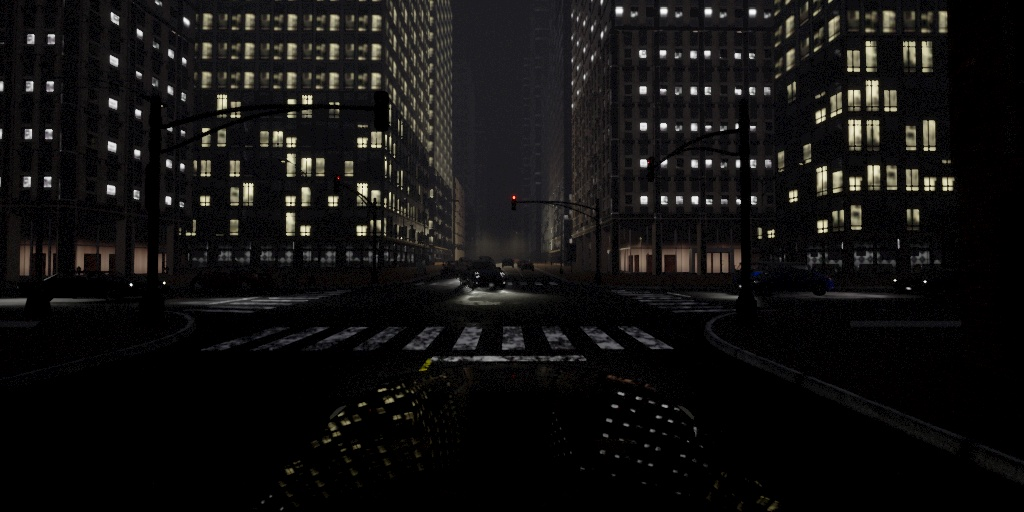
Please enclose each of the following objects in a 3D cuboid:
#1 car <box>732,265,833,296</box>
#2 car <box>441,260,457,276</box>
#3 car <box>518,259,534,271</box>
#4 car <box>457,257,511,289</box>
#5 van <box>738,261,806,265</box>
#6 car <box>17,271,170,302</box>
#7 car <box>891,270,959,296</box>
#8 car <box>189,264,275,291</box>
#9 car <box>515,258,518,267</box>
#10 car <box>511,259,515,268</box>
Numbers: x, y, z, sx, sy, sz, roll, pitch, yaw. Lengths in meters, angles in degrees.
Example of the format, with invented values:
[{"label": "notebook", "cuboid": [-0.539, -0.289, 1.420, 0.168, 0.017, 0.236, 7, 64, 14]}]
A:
[{"label": "car", "cuboid": [14.522, 1.342, 19.239, 4.674, 1.442, 1.812, 0, -1, -2]}, {"label": "car", "cuboid": [-6.163, 1.203, 37.052, 1.967, 1.591, 4.097, 0, 0, -1]}, {"label": "car", "cuboid": [2.066, 1.349, 48.376, 1.802, 1.307, 4.207, 0, 0, -1]}, {"label": "car", "cuboid": [-1.914, 1.109, 23.049, 2.097, 1.767, 4.553, 0, 0, -19]}, {"label": "van", "cuboid": [15.715, 1.210, 21.835, 3.998, 1.789, 1.690, 0, 0, -1]}, {"label": "car", "cuboid": [-18.066, 1.301, 15.680, 4.718, 1.301, 1.895, 0, -1, -1]}, {"label": "car", "cuboid": [23.566, 1.435, 19.343, 4.718, 1.301, 1.895, 0, -1, -1]}, {"label": "car", "cuboid": [-16.757, 1.255, 21.472, 4.097, 1.591, 1.967, 0, 0, -1]}, {"label": "car", "cuboid": [1.914, 1.297, 59.701, 1.751, 1.417, 4.829, 0, 0, -1]}, {"label": "car", "cuboid": [-0.731, 1.126, 63.999, 2.097, 1.767, 4.553, 0, 0, -1]}]
